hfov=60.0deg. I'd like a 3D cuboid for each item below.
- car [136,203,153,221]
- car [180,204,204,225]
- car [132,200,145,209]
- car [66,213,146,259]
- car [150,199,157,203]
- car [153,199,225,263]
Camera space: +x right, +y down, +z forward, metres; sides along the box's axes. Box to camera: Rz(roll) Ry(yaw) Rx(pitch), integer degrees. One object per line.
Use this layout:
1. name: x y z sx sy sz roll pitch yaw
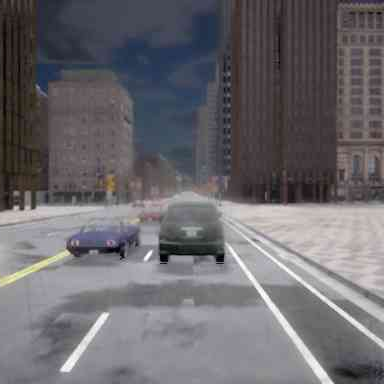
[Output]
1. car: -3.251 1.910 28.262 1.895 1.301 4.718 0 -1 0
2. car: 0.001 1.819 28.526 1.837 1.490 4.892 0 0 0
3. car: -9.820 2.261 61.183 1.812 1.442 4.674 0 -1 0
4. car: -3.240 1.736 13.262 1.895 1.301 4.718 0 -1 0
5. car: -6.567 2.093 61.647 2.097 1.767 4.553 0 -1 0
6. car: 0.005 1.353 12.596 2.150 2.045 5.566 0 0 0
